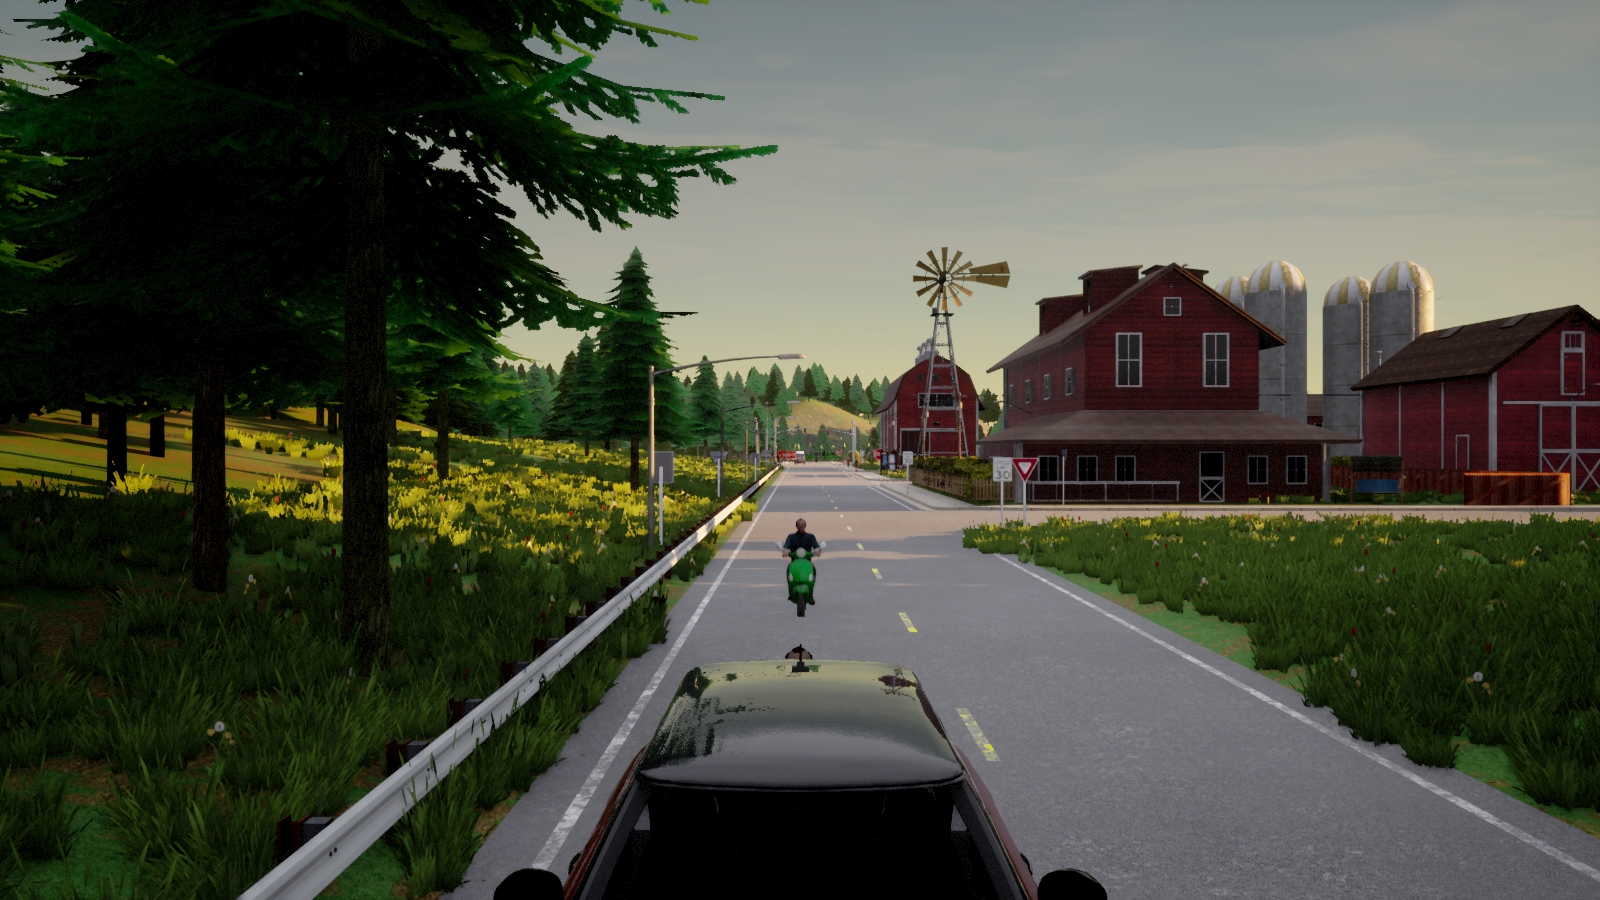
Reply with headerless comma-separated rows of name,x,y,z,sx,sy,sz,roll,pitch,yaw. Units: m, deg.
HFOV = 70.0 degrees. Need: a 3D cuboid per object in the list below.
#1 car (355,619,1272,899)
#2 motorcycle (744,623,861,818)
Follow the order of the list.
car,0.032,1.899,4.503,2.097,1.767,4.553,0,0,0
motorcycle,0.015,2.231,9.842,0.867,1.251,2.209,-1,-3,0
